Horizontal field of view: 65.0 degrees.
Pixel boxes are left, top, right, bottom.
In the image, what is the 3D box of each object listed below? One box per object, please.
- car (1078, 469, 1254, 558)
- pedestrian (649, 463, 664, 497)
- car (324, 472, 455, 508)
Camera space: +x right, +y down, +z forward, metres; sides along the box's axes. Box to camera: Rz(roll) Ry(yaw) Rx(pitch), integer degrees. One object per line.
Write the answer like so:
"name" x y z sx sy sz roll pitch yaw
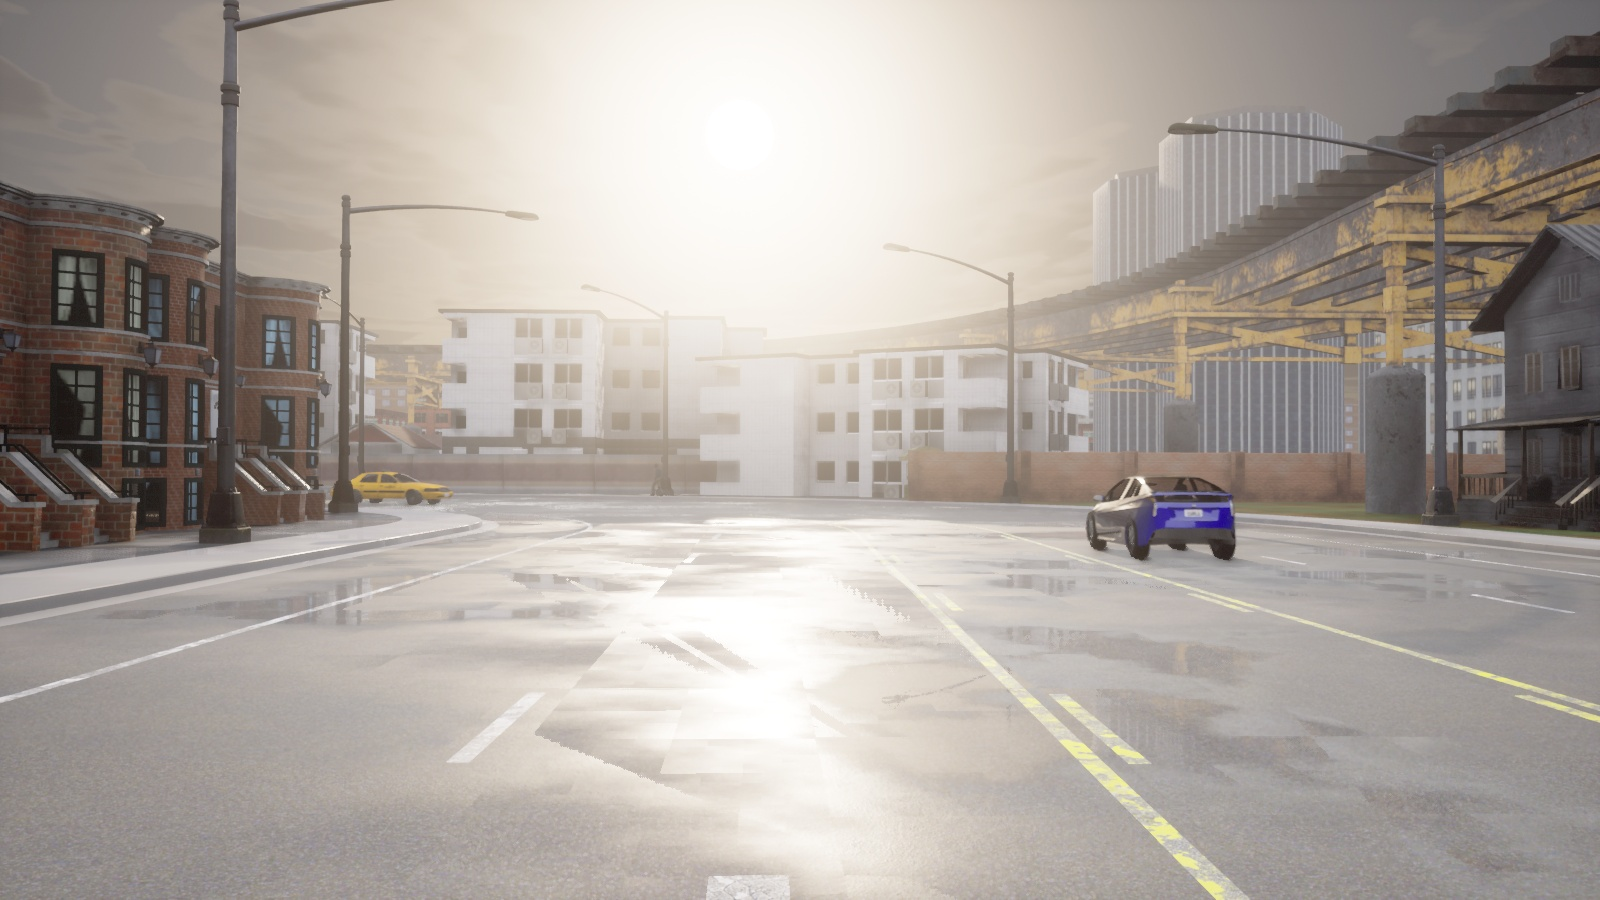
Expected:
"car" 6.833 1.136 23.980 2.007 1.525 4.514 0 -1 0
"pedestrian" -7.749 1.637 67.809 0.726 1.835 0.370 -1 -1 22
"car" -18.110 1.755 55.446 5.366 1.575 1.801 0 -1 15
